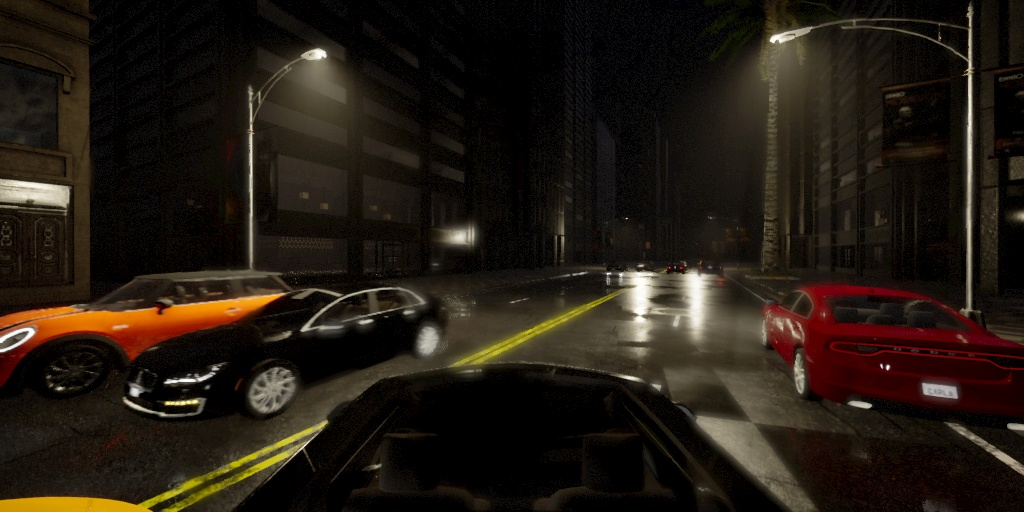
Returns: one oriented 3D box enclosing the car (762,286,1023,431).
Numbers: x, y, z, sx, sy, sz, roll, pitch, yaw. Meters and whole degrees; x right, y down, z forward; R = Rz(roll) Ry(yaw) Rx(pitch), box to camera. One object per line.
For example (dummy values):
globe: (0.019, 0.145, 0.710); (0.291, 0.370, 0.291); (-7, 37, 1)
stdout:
car: (5.516, 1.228, 5.869); (1.882, 1.535, 5.008); (0, 0, 27)

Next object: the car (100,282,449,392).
car: (-3.058, 1.255, 6.122); (1.837, 1.490, 4.892); (0, 0, 27)

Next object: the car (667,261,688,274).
car: (18.667, 1.317, 40.762); (2.033, 1.411, 5.357); (0, 0, 27)

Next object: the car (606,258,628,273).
car: (13.017, 1.296, 44.422); (1.812, 1.442, 4.674); (0, 0, 27)

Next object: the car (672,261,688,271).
car: (23.559, 1.381, 50.258); (1.895, 1.301, 4.718); (0, 0, 27)

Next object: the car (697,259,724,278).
car: (19.305, 1.118, 34.939); (2.097, 1.767, 4.553); (0, 0, 27)

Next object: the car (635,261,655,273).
car: (16.459, 1.319, 44.010); (2.033, 1.411, 5.357); (0, 0, 27)

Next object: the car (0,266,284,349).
car: (-6.399, 1.102, 6.734); (2.097, 1.767, 4.553); (0, 0, 27)
